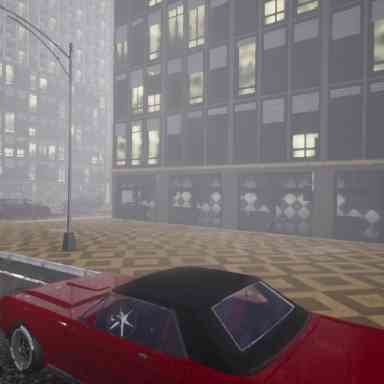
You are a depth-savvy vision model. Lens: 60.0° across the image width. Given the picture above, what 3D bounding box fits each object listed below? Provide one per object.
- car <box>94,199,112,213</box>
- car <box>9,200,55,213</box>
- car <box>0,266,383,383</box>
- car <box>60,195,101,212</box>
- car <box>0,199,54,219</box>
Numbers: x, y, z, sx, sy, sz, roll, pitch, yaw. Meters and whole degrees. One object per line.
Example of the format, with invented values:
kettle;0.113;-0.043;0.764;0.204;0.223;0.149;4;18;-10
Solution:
car;-8.912;1.841;39.945;1.752;1.417;4.829;1;0;37
car;-19.207;1.657;40.134;1.752;1.417;4.829;1;0;37
car;-0.328;1.601;3.923;4.718;1.301;1.895;0;0;36
car;-14.048;1.439;42.712;2.150;2.045;5.566;1;0;37
car;-15.733;1.530;30.750;2.192;1.841;5.009;1;0;37
